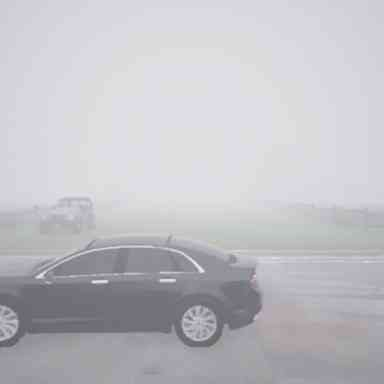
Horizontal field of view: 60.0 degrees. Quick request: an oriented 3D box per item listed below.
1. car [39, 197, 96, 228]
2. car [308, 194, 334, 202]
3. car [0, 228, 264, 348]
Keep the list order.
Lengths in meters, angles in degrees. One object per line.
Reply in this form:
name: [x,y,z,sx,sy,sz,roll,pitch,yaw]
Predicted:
car: [-6.576,1.227,18.050,1.905,1.878,3.866,0,0,1]
car: [24.399,1.225,62.965,4.605,1.855,1.932,0,0,1]
car: [-1.273,1.508,5.677,4.892,1.490,1.837,0,0,1]
